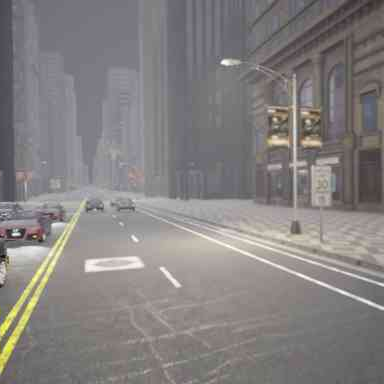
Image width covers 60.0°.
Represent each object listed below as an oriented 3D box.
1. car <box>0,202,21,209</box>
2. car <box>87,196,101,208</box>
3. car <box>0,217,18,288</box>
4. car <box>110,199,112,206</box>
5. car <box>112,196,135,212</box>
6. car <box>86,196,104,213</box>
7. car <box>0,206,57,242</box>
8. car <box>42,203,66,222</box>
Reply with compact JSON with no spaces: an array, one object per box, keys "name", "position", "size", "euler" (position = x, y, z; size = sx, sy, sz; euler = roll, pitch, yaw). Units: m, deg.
[{"name":"car","position":[-14.326,1.556,25.762],"size":[1.837,1.490,4.892],"euler":[-1,0,-17]},{"name":"car","position":[-14.033,1.348,47.553],"size":[1.837,1.490,4.892],"euler":[-1,1,-16]},{"name":"car","position":[-5.068,1.543,6.378],"size":[1.882,1.535,5.008],"euler":[-1,0,-15]},{"name":"car","position":[-10.686,1.338,47.685],"size":[2.033,1.411,5.357],"euler":[-1,1,-17]},{"name":"car","position":[-7.455,1.395,37.070],"size":[2.033,1.411,5.357],"euler":[-1,1,-17]},{"name":"car","position":[-10.667,1.501,36.570],"size":[1.895,1.301,4.718],"euler":[-1,1,-16]},{"name":"car","position":[-7.962,1.598,15.966],"size":[1.994,1.385,4.181],"euler":[-1,0,-16]},{"name":"car","position":[-11.010,1.562,26.034],"size":[1.994,1.385,4.181],"euler":[-1,1,-16]}]
